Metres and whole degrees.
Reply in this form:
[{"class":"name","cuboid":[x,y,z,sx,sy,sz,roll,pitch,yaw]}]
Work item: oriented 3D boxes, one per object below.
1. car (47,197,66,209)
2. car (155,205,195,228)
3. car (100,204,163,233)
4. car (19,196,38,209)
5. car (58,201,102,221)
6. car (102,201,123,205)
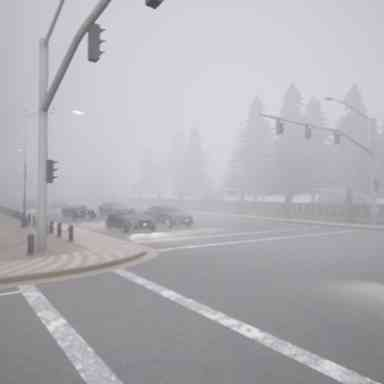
[{"class":"car","cuboid":[-18.958,1.755,47.967,1.994,1.385,4.181,1,-1,-35]},{"class":"car","cuboid":[-1.735,1.693,23.935,1.837,1.490,4.892,1,0,-36]},{"class":"car","cuboid":[-3.888,1.715,20.930,1.994,1.385,4.181,1,0,-36]},{"class":"car","cuboid":[-22.920,1.646,47.506,2.128,1.511,4.902,1,-1,-35]},{"class":"car","cuboid":[-9.979,1.752,29.397,1.895,1.301,4.718,1,0,-36]},{"class":"car","cuboid":[-7.437,1.666,31.859,1.882,1.535,5.008,1,0,-36]}]
